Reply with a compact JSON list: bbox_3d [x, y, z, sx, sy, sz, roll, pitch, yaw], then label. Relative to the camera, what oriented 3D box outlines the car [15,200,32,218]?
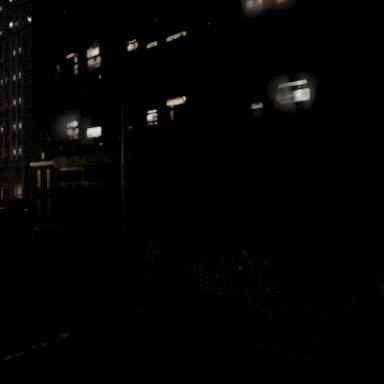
[{"bbox_3d":[-10.451,1.257,25.045,1.947,1.339,4.313,1,1,35],"label":"car"}]

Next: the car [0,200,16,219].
[{"bbox_3d":[-13.091,1.279,25.738,1.994,1.385,4.181,0,1,35],"label":"car"}]
